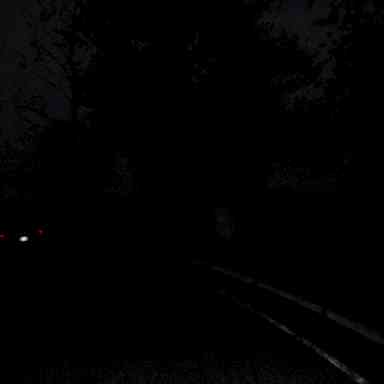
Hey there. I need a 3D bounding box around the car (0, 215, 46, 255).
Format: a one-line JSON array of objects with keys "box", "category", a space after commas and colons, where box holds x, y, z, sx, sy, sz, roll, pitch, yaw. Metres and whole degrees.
[{"box": [-7.332, 1.568, 12.438, 4.181, 1.385, 1.994, 0, 0, 36], "category": "car"}]
